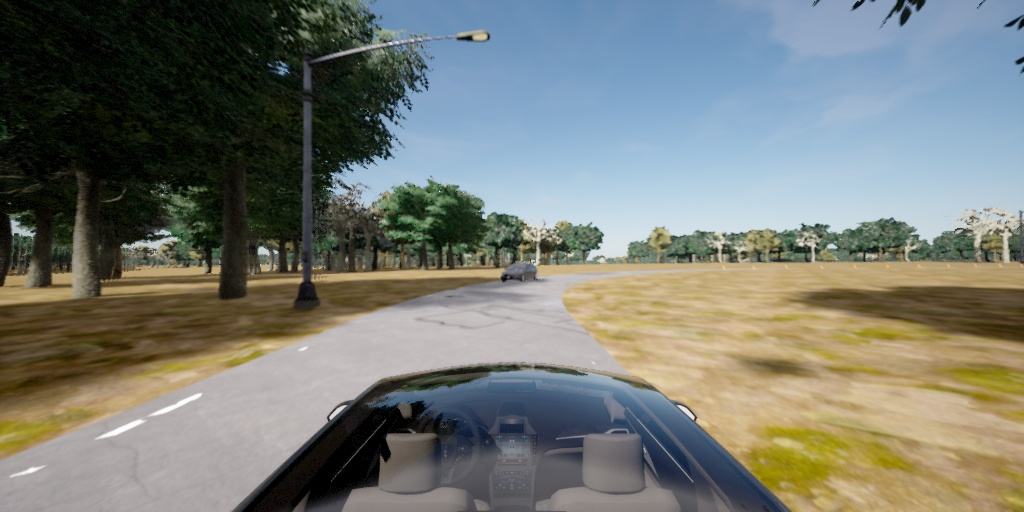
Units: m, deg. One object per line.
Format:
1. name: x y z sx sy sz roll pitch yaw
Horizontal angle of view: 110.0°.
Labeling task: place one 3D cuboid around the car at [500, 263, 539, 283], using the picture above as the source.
1. car: 0.684 1.352 29.229 1.837 1.490 4.892 -1 -1 24
